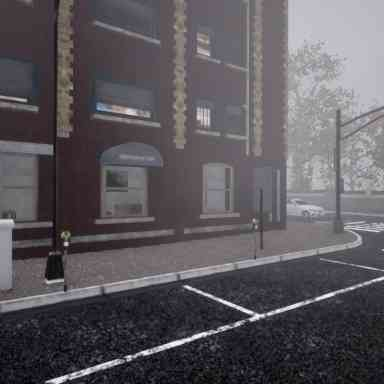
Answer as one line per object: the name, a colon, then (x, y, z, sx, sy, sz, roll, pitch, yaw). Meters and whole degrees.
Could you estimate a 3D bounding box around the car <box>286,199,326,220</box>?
car: (8.008, 1.256, 25.815, 1.812, 1.442, 4.674, 0, 1, -36)
